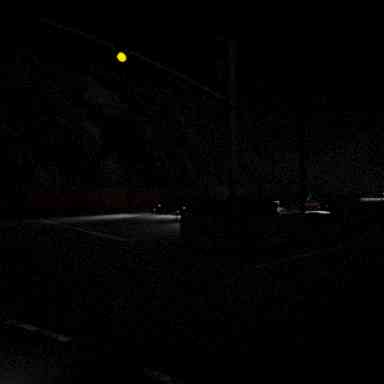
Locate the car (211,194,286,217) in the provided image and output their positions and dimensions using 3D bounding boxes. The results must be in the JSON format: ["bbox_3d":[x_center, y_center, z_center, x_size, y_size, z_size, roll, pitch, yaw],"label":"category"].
[{"bbox_3d":[3.887,1.144,22.325,4.892,1.490,1.837,-2,1,-39],"label":"car"}]

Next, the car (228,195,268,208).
[{"bbox_3d":[6.408,1.002,37.831,4.718,1.301,1.895,-2,1,-39],"label":"car"}]

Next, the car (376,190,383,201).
[{"bbox_3d":[23.393,0.602,38.157,4.892,1.490,1.837,-2,1,-40],"label":"car"}]

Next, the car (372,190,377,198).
[{"bbox_3d":[32.205,0.310,56.889,1.895,1.301,4.718,0,1,37],"label":"car"}]

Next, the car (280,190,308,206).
[{"bbox_3d":[10.169,0.856,36.368,4.892,1.490,1.837,-2,1,-39],"label":"car"}]

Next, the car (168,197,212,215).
[{"bbox_3d":[0.922,1.156,28.919,5.357,1.411,2.033,-2,1,-38],"label":"car"}]

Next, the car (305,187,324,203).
[{"bbox_3d":[16.046,0.357,45.642,5.566,2.045,2.150,-1,1,-39],"label":"car"}]

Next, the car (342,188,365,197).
[{"bbox_3d":[21.255,0.522,45.463,5.008,1.535,1.882,-2,1,-41],"label":"car"}]

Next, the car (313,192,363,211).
[{"bbox_3d":[13.118,0.948,29.767,4.181,1.385,1.994,-2,1,-39],"label":"car"}]

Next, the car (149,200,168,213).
[{"bbox_3d":[-1.661,1.225,31.334,4.718,1.301,1.895,-2,1,-39],"label":"car"}]
